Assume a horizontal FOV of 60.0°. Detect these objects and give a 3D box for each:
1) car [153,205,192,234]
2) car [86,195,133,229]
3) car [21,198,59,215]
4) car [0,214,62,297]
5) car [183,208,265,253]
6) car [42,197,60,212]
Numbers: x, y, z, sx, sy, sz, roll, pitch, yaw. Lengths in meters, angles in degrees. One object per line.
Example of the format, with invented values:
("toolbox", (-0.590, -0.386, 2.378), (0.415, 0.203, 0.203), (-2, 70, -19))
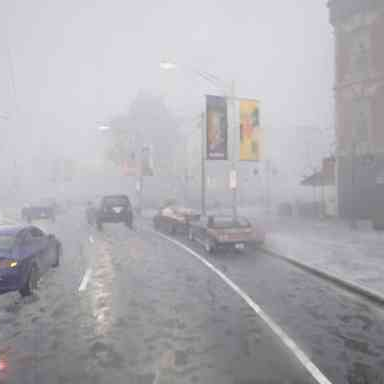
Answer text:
("car", (-0.805, 1.465, 18.848), (2.002, 1.452, 4.674), (-1, 0, -22))
("car", (-5.457, 1.199, 21.691), (2.150, 2.045, 5.566), (0, 0, -26))
("car", (-12.304, 1.501, 26.434), (1.882, 1.535, 5.008), (0, 0, -34))
("car", (-4.575, 1.539, 8.319), (1.812, 1.442, 4.674), (0, 0, -11))
("car", (1.143, 1.540, 13.458), (1.895, 1.301, 4.718), (-1, 0, -12))
("car", (-16.471, 1.378, 37.093), (2.097, 1.767, 4.553), (-1, 0, -41))
